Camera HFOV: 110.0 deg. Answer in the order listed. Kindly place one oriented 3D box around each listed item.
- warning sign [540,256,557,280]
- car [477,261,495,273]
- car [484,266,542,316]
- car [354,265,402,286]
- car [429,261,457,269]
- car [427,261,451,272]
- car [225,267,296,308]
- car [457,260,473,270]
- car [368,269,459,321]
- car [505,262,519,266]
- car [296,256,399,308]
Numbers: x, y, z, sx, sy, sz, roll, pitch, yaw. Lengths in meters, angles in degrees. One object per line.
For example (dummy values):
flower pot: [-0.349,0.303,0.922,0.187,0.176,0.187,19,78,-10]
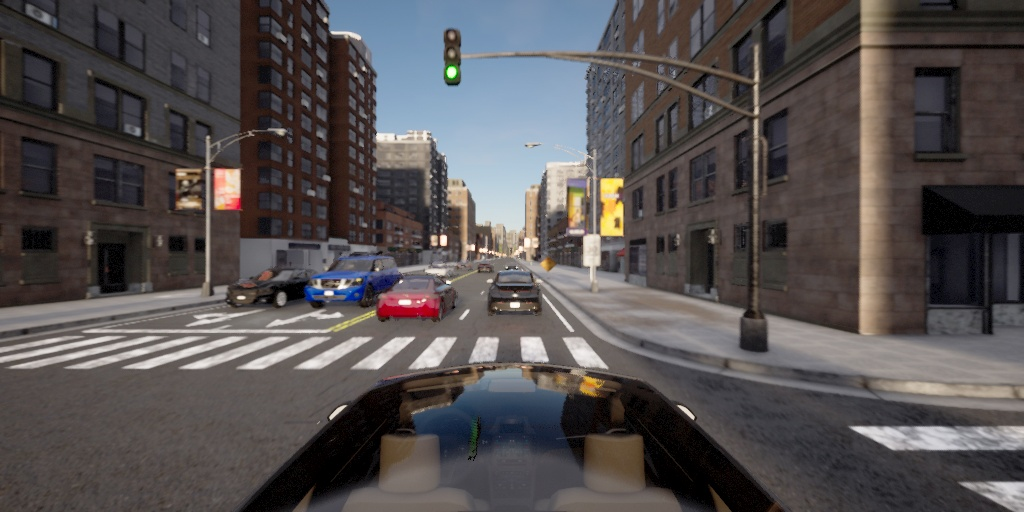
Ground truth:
warning sign: [2.841,0.921,28.136,1.300,1.860,1.060,0,0,0]
car: [-3.264,1.332,44.763,1.837,1.490,4.892,0,0,0]
car: [0.096,1.283,13.583,1.837,1.490,4.892,0,0,0]
car: [-9.858,1.385,26.843,1.895,1.301,4.718,0,0,-1]
car: [-6.603,1.400,32.984,1.895,1.301,4.718,0,0,0]
car: [-9.778,1.371,48.405,2.033,1.411,5.357,0,0,0]
car: [-9.851,1.243,15.545,1.882,1.535,5.008,0,0,0]
car: [-6.516,1.190,49.766,1.994,1.385,4.181,0,0,0]
car: [-3.155,1.336,12.581,1.994,1.385,4.181,0,0,0]
car: [-0.015,1.433,45.211,1.895,1.301,4.718,0,0,0]
car: [-6.590,0.993,15.640,2.150,2.045,5.566,0,0,0]
